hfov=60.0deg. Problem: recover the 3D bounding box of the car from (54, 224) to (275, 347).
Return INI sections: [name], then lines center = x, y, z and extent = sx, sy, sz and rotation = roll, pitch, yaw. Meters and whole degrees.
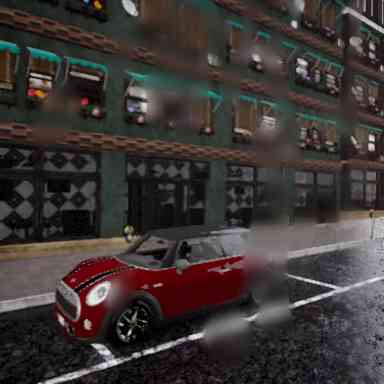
[car]
center = -0.378, 1.426, 6.269
extent = 4.097, 1.590, 1.967
rotation = 0, 1, -35
